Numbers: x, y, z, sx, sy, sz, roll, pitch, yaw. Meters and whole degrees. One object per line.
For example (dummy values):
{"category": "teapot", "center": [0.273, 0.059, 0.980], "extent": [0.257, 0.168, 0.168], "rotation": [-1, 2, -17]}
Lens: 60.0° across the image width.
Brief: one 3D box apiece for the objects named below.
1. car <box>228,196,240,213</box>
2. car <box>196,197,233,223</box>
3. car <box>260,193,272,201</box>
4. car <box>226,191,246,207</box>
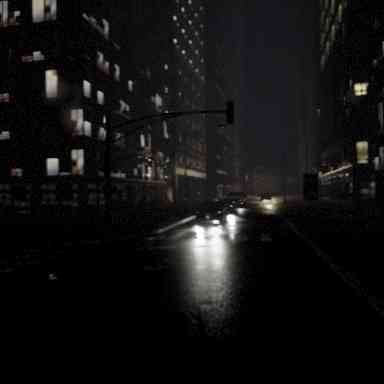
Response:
{"category": "car", "center": [3.406, 1.373, 33.201], "extent": [1.895, 1.301, 4.718], "rotation": [-1, 0, 12]}
{"category": "car", "center": [1.501, 1.344, 24.082], "extent": [2.128, 1.511, 4.902], "rotation": [-1, 0, 11]}
{"category": "car", "center": [13.914, 0.901, 62.376], "extent": [1.882, 1.535, 5.008], "rotation": [-1, 0, 16]}
{"category": "car", "center": [5.795, 0.895, 43.492], "extent": [2.150, 2.045, 5.566], "rotation": [-1, 0, 14]}
